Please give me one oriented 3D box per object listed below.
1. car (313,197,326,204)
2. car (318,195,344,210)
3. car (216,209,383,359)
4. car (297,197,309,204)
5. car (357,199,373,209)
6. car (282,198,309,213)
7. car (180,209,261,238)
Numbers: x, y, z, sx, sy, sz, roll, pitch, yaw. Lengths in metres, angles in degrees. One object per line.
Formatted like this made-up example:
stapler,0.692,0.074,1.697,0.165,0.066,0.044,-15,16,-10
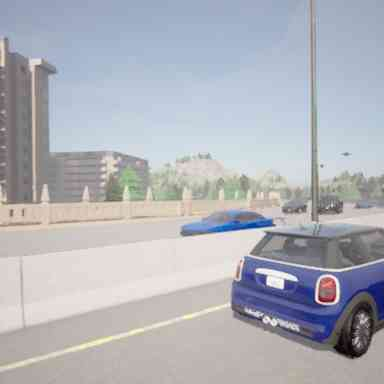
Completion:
car,28.749,1.895,75.193,2.128,1.511,4.902,-1,0,12
car,15.500,1.381,36.996,2.150,2.045,5.566,0,-1,31
car,2.885,1.370,6.310,4.553,1.767,2.097,0,0,-39
car,25.324,1.955,75.911,1.994,1.385,4.181,-1,0,12
car,25.337,1.745,48.917,2.033,1.411,5.357,-1,0,22
car,11.690,1.653,37.516,1.882,1.535,5.008,0,0,32
car,1.685,1.535,14.749,5.008,1.535,1.882,0,0,-43
